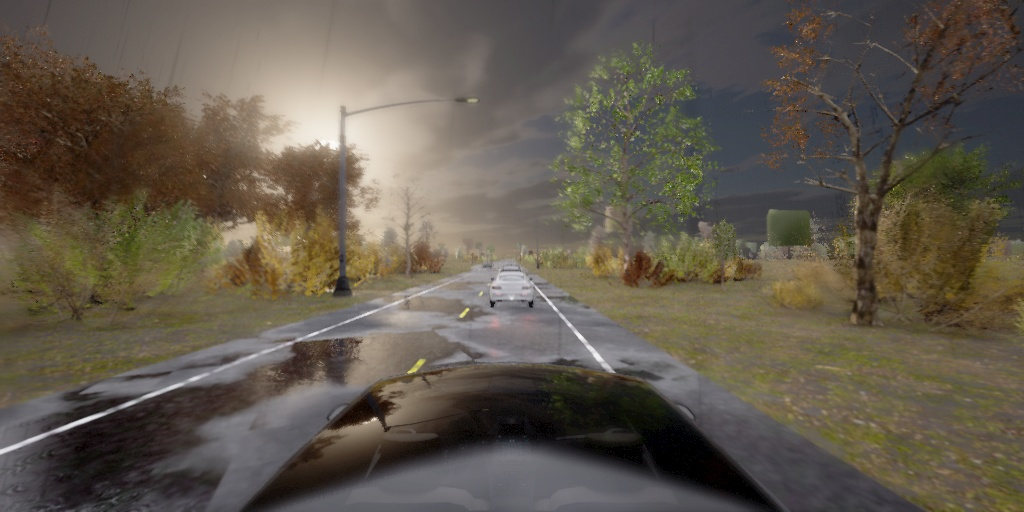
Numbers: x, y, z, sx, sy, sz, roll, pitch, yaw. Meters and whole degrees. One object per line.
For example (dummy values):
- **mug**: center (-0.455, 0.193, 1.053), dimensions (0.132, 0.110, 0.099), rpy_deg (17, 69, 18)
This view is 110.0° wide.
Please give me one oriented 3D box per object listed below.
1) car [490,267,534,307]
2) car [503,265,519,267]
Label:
- **car**: center (-0.011, 1.411, 16.245), dimensions (1.812, 1.442, 4.674), rpy_deg (0, 0, 0)
- **car**: center (-0.072, 1.505, 31.333), dimensions (1.882, 1.535, 5.008), rpy_deg (0, 0, 0)
